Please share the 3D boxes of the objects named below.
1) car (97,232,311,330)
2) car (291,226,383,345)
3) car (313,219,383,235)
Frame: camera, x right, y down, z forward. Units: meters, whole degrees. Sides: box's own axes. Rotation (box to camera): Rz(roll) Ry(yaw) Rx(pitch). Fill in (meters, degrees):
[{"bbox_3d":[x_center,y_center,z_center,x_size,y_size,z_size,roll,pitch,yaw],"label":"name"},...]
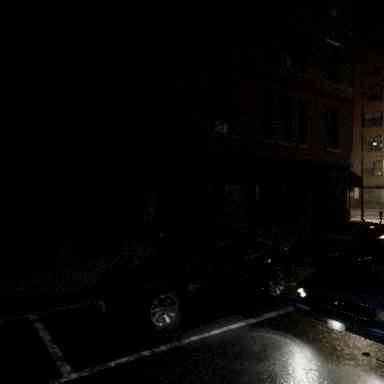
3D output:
[{"bbox_3d":[0.255,1.571,6.919,4.313,1.339,1.947,0,0,-35],"label":"car"},{"bbox_3d":[4.281,1.558,6.369,5.357,1.411,2.033,0,0,-35],"label":"car"},{"bbox_3d":[4.881,1.558,10.179,4.507,1.381,1.887,0,0,-35],"label":"car"}]
